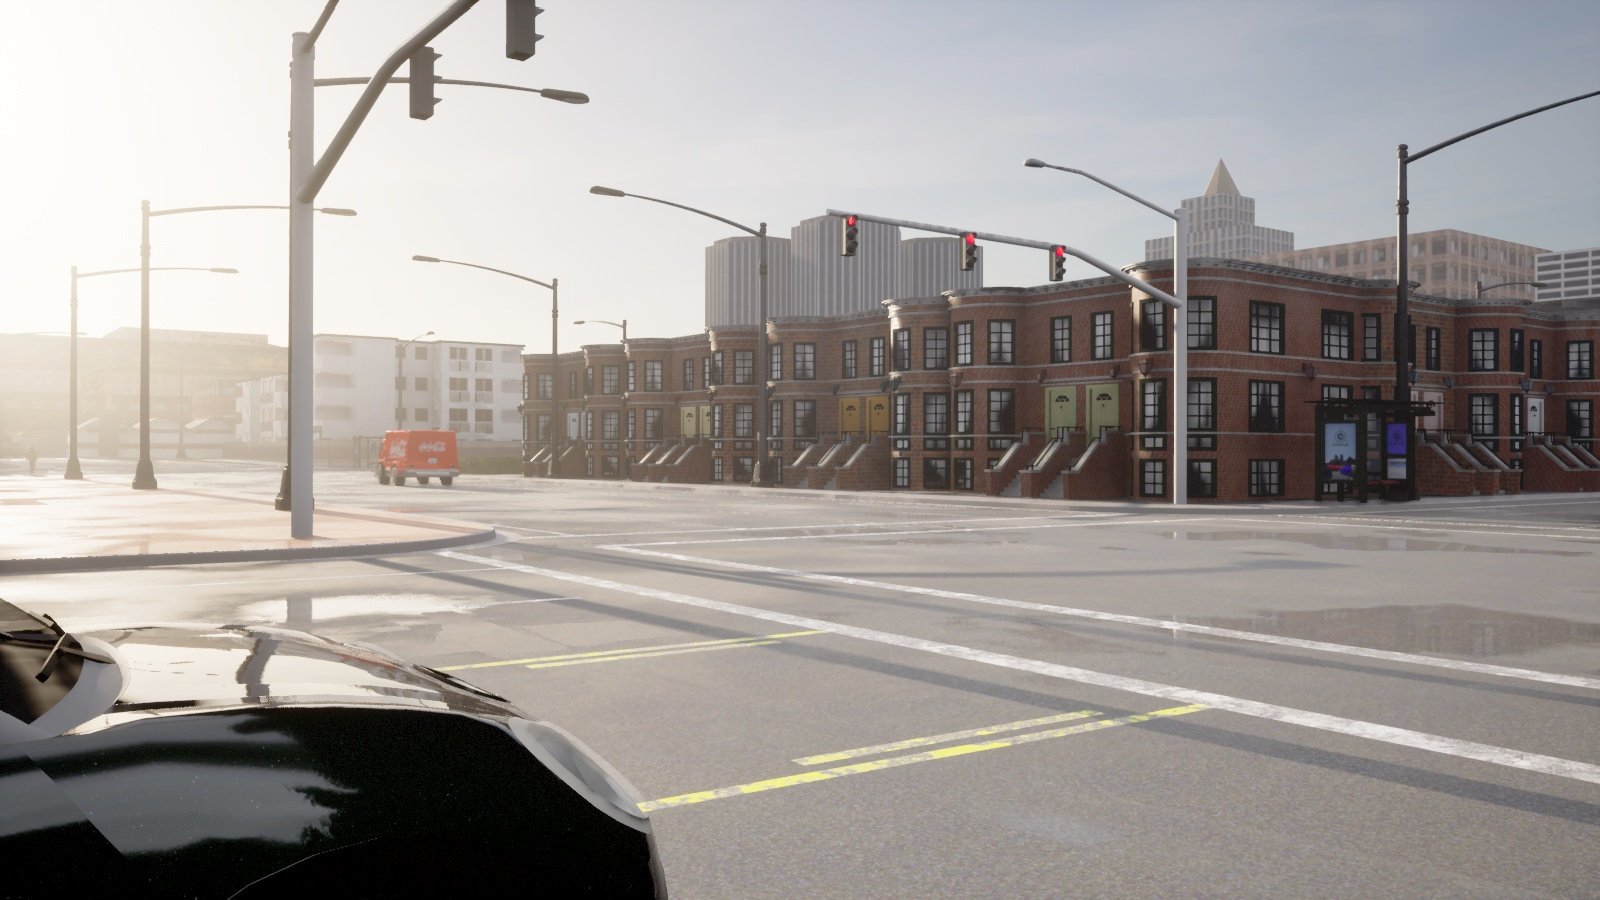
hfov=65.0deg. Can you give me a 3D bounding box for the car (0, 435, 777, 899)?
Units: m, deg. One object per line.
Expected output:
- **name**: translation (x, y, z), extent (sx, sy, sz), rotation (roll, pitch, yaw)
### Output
- **car**: translation (-2.171, 0.720, 2.205), extent (3.806, 1.475, 1.970), rotation (0, 0, -35)

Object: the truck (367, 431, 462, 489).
- **truck**: translation (-17.426, 0.434, 56.614), extent (2.627, 2.467, 5.204), rotation (0, 0, -35)

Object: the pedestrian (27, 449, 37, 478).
- **pedestrian**: translation (-49.042, 0.830, 80.211), extent (0.431, 1.840, 0.709), rotation (0, 0, -40)
